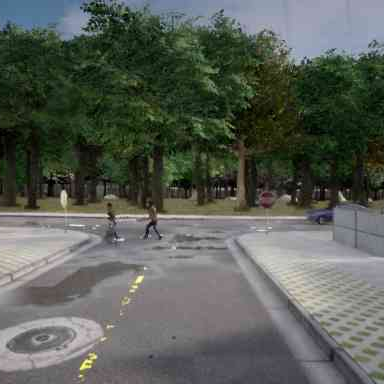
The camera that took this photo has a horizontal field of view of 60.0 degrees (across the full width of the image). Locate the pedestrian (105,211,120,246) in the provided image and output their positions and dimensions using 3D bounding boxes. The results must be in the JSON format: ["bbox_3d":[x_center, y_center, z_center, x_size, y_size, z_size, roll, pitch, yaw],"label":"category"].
[{"bbox_3d":[-3.294,1.569,13.671,0.375,1.300,0.375,-1,1,0],"label":"pedestrian"}]

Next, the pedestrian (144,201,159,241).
[{"bbox_3d":[-1.822,1.287,15.045,0.375,1.860,0.375,-1,1,0],"label":"pedestrian"}]

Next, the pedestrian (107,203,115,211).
[{"bbox_3d":[-3.493,1.287,14.424,0.375,1.860,0.375,-1,1,0],"label":"pedestrian"}]

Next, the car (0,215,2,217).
[{"bbox_3d":[-14.646,1.378,20.764,4.718,1.301,1.895,1,1,0],"label":"car"}]

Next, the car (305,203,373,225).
[{"bbox_3d":[10.486,1.548,23.557,4.674,1.442,1.812,0,1,0],"label":"car"}]
